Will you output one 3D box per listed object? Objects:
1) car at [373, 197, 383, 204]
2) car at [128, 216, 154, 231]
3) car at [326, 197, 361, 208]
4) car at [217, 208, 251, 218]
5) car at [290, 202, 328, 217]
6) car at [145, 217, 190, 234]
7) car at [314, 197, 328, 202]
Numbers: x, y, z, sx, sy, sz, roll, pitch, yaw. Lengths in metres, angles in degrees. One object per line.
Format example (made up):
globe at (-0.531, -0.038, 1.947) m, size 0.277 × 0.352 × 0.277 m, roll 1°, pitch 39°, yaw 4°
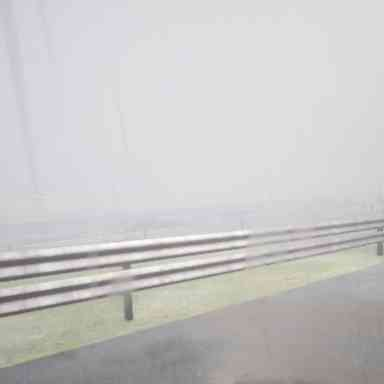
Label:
car at (30.493, 1.505, 52.197) m, size 4.902 × 1.511 × 2.128 m, roll -4°, pitch 2°, yaw -27°
car at (-4.850, 3.464, 37.887) m, size 4.553 × 1.767 × 2.097 m, roll -4°, pitch 2°, yaw -27°
car at (24.446, 1.825, 53.014) m, size 5.357 × 1.411 × 2.033 m, roll -4°, pitch 2°, yaw -27°
car at (6.019, 2.927, 47.439) m, size 4.718 × 1.301 × 1.895 m, roll -4°, pitch 2°, yaw -27°
car at (15.438, 2.559, 44.424) m, size 4.718 × 1.301 × 1.895 m, roll -4°, pitch 2°, yaw -27°
car at (-2.317, 3.631, 35.257) m, size 4.181 × 1.385 × 1.994 m, roll -4°, pitch 2°, yaw -27°
car at (22.800, 1.620, 56.103) m, size 4.553 × 1.767 × 2.097 m, roll -4°, pitch 2°, yaw -27°
